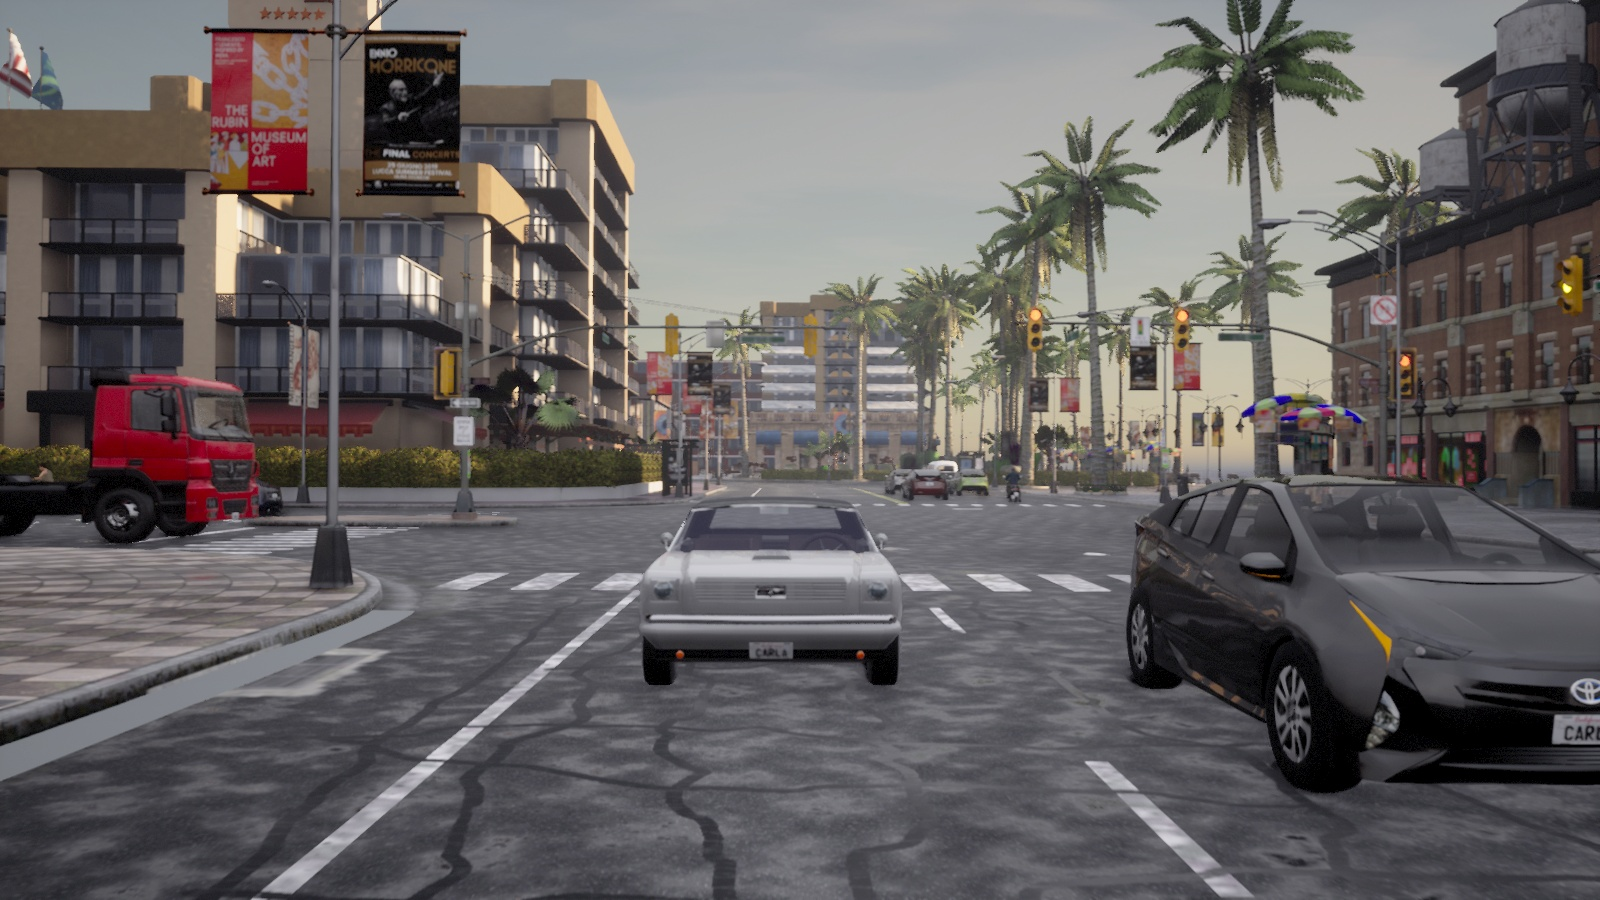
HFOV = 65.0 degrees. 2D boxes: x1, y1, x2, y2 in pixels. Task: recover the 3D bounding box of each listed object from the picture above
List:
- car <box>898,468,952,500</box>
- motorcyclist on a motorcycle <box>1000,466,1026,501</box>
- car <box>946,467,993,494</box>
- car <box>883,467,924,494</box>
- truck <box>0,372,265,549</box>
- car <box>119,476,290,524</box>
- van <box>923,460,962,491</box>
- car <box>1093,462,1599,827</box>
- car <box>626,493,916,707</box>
[{"bbox_3d":[6.215,1.666,62.739,2.163,1.488,4.792,0,-1,-1],"label":"car"},{"bbox_3d":[9.770,1.533,57.670,0.866,1.590,1.817,0,-1,-1],"label":"motorcyclist on a motorcycle"},{"bbox_3d":[9.653,1.728,71.999,2.007,1.525,4.514,0,-1,-1],"label":"car"},{"bbox_3d":[6.122,1.782,74.765,2.007,1.525,4.514,0,-1,-1],"label":"car"},{"bbox_3d":[-15.774,0.236,26.254,7.936,3.462,2.891,0,-1,-1],"label":"truck"},{"bbox_3d":[-17.809,1.478,37.677,4.181,1.385,1.994,0,-1,-1],"label":"car"},{"bbox_3d":[9.532,1.684,84.353,2.069,2.038,4.480,0,0,-1],"label":"van"},{"bbox_3d":[3.319,0.849,7.549,2.007,1.525,4.514,0,-1,-1],"label":"car"},{"bbox_3d":[-0.214,1.060,10.594,1.895,1.301,4.718,0,-1,-1],"label":"car"}]
